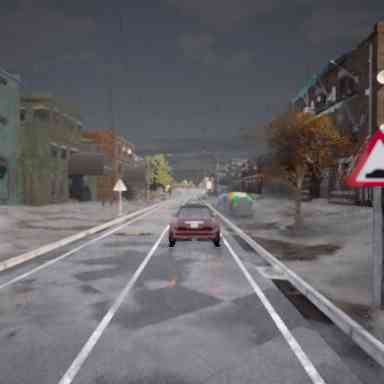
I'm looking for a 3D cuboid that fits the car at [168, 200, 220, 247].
[{"bbox_3d":[0.099,1.338,15.181,2.097,1.767,4.553,0,0,0],"label":"car"}]

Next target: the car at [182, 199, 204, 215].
[{"bbox_3d":[0.100,1.488,34.176,2.033,1.411,5.357,0,0,0],"label":"car"}]
